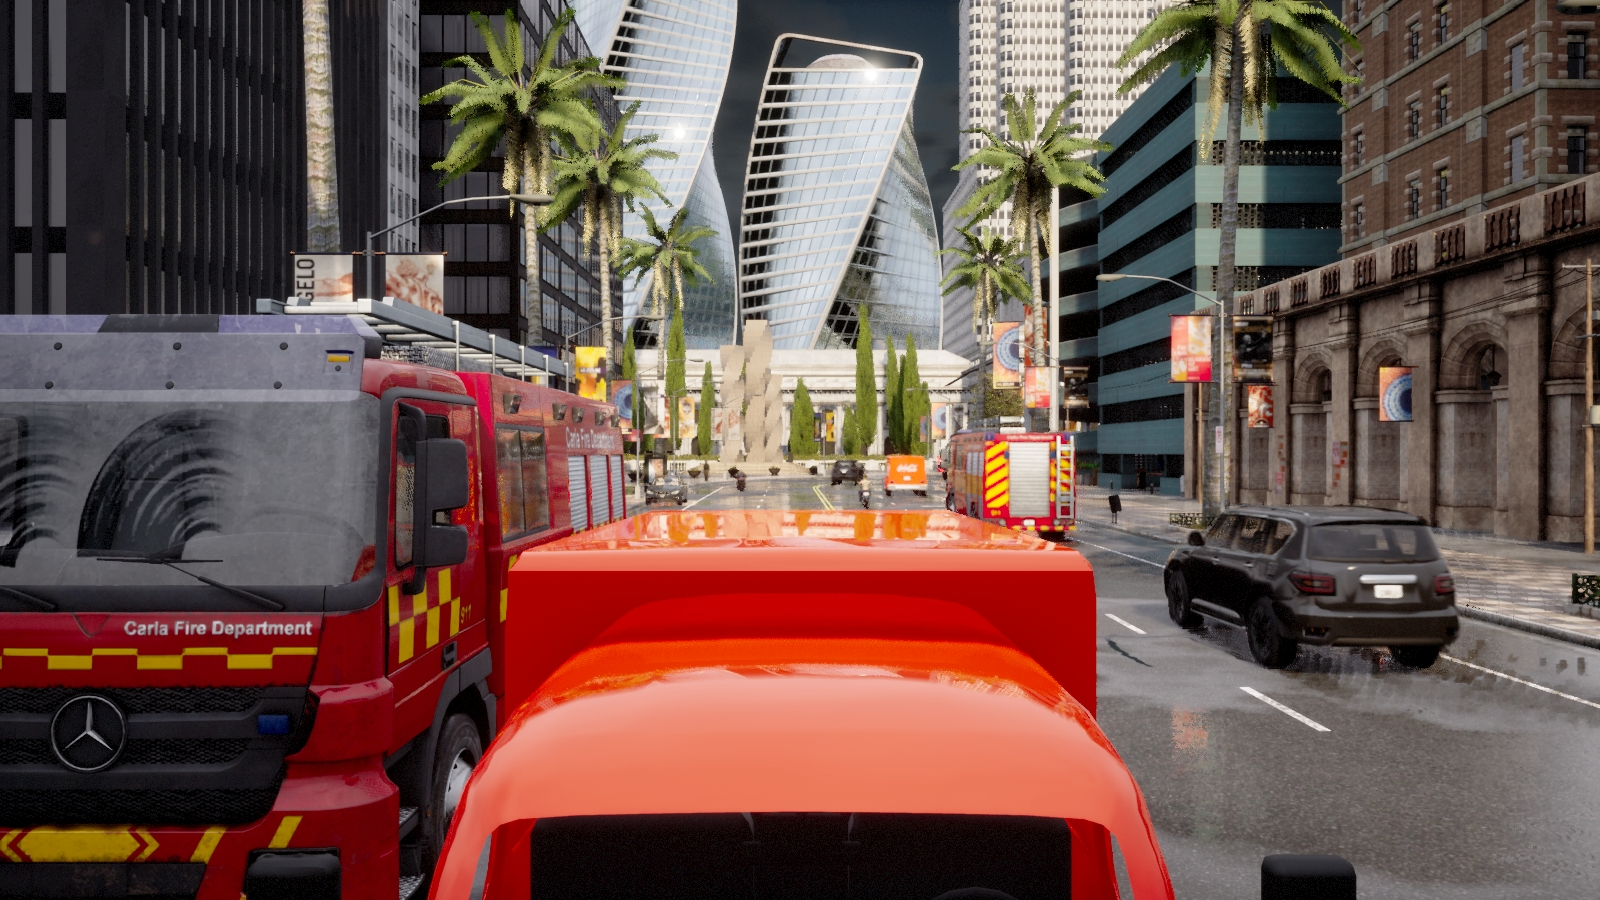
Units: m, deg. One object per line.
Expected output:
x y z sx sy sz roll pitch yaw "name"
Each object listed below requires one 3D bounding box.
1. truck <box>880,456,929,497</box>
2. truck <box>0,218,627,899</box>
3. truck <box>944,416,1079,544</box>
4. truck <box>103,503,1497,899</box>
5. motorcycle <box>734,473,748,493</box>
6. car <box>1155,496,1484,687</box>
6.505 1.594 71.679 2.627 2.467 5.204 0 0 0 "truck"
-3.491 0.895 9.272 2.891 3.827 8.468 0 0 0 "truck"
6.890 0.905 38.568 2.891 3.827 8.468 0 0 0 "truck"
-0.001 1.571 4.755 2.627 2.467 5.204 0 0 0 "truck"
-3.985 2.233 77.215 0.867 1.251 2.209 0 0 0 "motorcycle"
7.015 1.786 16.306 2.150 2.045 5.566 0 0 0 "car"
